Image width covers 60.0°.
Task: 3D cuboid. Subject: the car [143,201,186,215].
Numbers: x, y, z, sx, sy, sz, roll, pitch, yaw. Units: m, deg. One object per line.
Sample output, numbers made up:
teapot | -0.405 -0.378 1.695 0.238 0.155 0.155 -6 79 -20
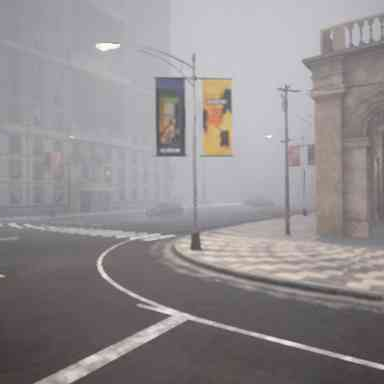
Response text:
car | -3.123 1.875 39.290 2.033 1.411 5.357 -1 -1 35

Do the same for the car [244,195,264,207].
car | 11.236 1.551 59.161 2.150 2.045 5.566 -1 -1 36

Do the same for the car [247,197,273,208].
car | 11.203 1.884 53.182 1.895 1.301 4.718 -1 -1 36

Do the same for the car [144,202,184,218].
car | -2.771 1.807 33.683 1.812 1.442 4.674 -1 0 35
